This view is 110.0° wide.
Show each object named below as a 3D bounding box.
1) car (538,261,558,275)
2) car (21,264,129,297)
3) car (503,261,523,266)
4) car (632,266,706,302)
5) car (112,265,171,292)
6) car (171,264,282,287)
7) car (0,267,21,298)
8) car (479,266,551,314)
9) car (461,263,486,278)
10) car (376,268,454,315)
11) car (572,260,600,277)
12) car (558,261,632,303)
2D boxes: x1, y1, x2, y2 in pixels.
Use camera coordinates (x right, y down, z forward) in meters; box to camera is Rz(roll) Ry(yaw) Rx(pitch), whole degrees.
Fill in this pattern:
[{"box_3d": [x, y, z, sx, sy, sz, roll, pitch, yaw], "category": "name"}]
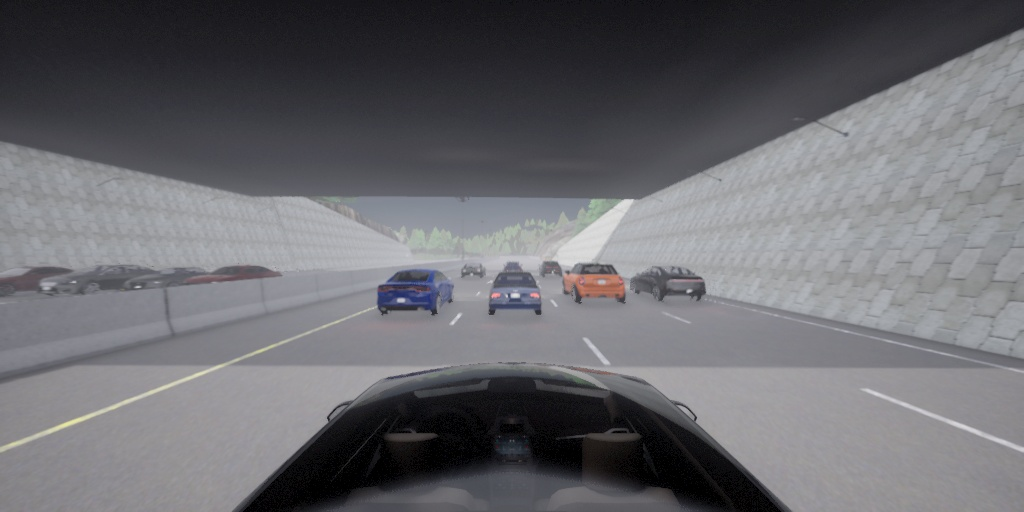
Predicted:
[{"box_3d": [3.593, 1.170, 33.988, 1.837, 1.490, 4.892, 0, 0, 0], "category": "car"}, {"box_3d": [-21.096, 1.198, 18.702, 2.128, 1.511, 4.902, 0, 0, 0], "category": "car"}, {"box_3d": [0.079, 1.189, 34.766, 1.812, 1.442, 4.674, 0, 0, 0], "category": "car"}, {"box_3d": [7.103, 1.202, 16.795, 2.128, 1.511, 4.902, 0, 0, 0], "category": "car"}, {"box_3d": [-17.597, 1.270, 18.857, 1.994, 1.385, 4.181, 0, 0, 0], "category": "car"}, {"box_3d": [-14.098, 1.184, 18.425, 1.882, 1.535, 5.008, 0, 0, 0], "category": "car"}, {"box_3d": [-24.598, 1.233, 18.326, 1.812, 1.442, 4.674, 0, 0, 0], "category": "car"}, {"box_3d": [0.102, 1.266, 13.589, 2.033, 1.411, 5.357, 0, 0, 0], "category": "car"}, {"box_3d": [-3.405, 1.270, 32.468, 1.895, 1.301, 4.718, 0, 0, 0], "category": "car"}, {"box_3d": [-3.396, 1.197, 13.452, 1.882, 1.535, 5.008, 0, 0, 0], "category": "car"}, {"box_3d": [7.079, 1.189, 34.742, 1.812, 1.442, 4.674, 0, 0, 0], "category": "car"}, {"box_3d": [3.602, 1.063, 16.499, 2.097, 1.767, 4.553, 0, 0, 0], "category": "car"}]
